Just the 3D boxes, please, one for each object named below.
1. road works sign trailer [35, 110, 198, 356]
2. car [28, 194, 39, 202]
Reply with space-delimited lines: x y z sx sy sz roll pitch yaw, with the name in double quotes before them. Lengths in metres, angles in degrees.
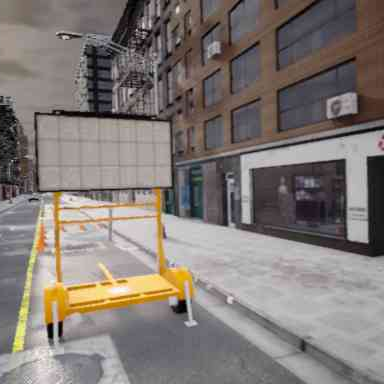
"road works sign trailer" -1.533 0.371 6.160 2.380 3.560 2.880 -2 1 -24
"car" -30.966 1.166 65.124 2.033 1.411 5.357 -2 1 -24
